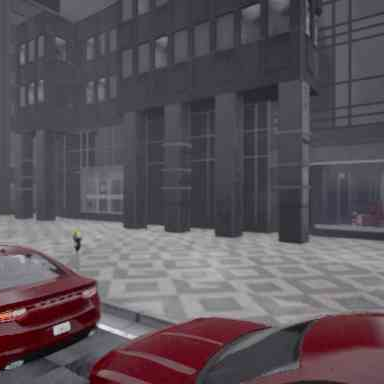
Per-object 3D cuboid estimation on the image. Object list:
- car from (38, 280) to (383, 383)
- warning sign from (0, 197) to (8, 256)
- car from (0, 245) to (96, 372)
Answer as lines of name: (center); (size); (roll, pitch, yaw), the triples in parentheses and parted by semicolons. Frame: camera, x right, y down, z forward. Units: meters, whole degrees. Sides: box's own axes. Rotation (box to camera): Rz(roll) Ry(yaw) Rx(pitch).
car: (1.172, 1.545, 2.126); (4.507, 1.381, 1.887); (0, 0, 35)
warning sign: (-6.846, 1.112, 10.675); (1.060, 1.860, 1.300); (0, 0, 35)
car: (-3.418, 1.543, 5.398); (4.507, 1.381, 1.887); (0, 0, 35)
